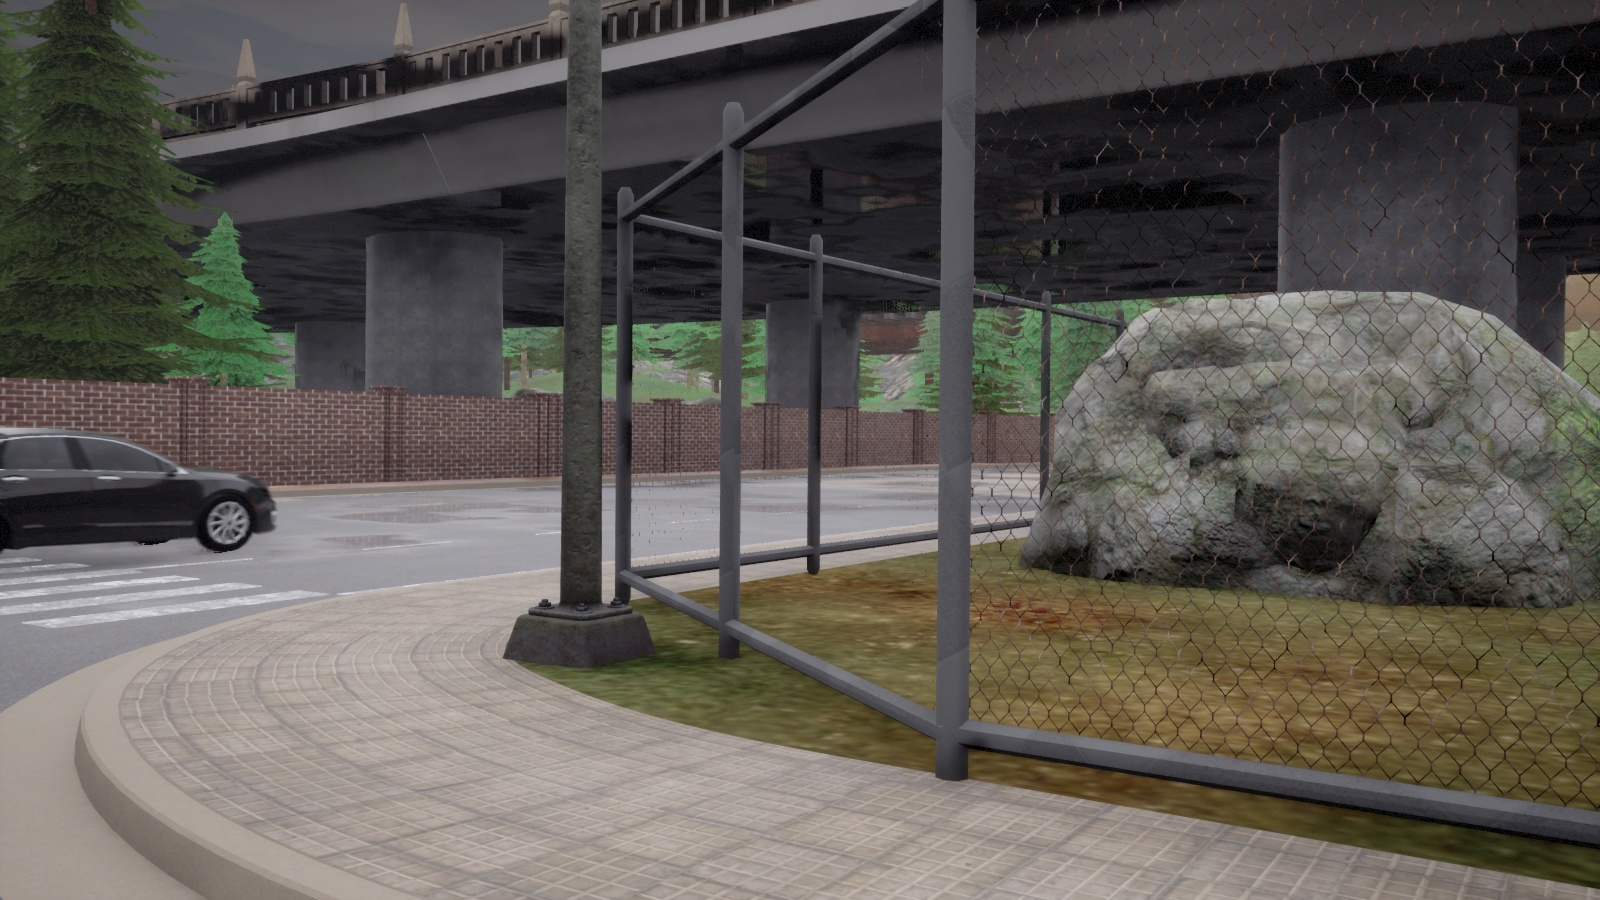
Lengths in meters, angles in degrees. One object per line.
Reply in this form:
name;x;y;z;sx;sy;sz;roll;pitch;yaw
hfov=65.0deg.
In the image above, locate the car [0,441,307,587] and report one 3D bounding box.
car;-8.493;0.669;14.678;1.837;1.490;4.892;0;1;33
